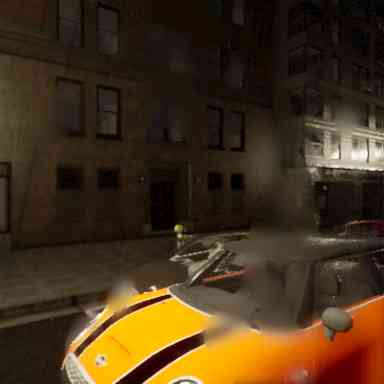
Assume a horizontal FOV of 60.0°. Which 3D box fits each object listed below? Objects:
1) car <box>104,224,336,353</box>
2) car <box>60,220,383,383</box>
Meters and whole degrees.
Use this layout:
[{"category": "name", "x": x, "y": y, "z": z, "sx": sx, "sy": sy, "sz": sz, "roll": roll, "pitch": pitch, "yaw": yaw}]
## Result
[{"category": "car", "x": 0.724, "y": 1.543, "z": 6.702, "sx": 4.403, "sy": 1.369, "sz": 2.008, "roll": 0, "pitch": 0, "yaw": -35}, {"category": "car", "x": 0.968, "y": 1.347, "z": 3.753, "sx": 4.553, "sy": 1.767, "sz": 2.097, "roll": 0, "pitch": 0, "yaw": -35}]
